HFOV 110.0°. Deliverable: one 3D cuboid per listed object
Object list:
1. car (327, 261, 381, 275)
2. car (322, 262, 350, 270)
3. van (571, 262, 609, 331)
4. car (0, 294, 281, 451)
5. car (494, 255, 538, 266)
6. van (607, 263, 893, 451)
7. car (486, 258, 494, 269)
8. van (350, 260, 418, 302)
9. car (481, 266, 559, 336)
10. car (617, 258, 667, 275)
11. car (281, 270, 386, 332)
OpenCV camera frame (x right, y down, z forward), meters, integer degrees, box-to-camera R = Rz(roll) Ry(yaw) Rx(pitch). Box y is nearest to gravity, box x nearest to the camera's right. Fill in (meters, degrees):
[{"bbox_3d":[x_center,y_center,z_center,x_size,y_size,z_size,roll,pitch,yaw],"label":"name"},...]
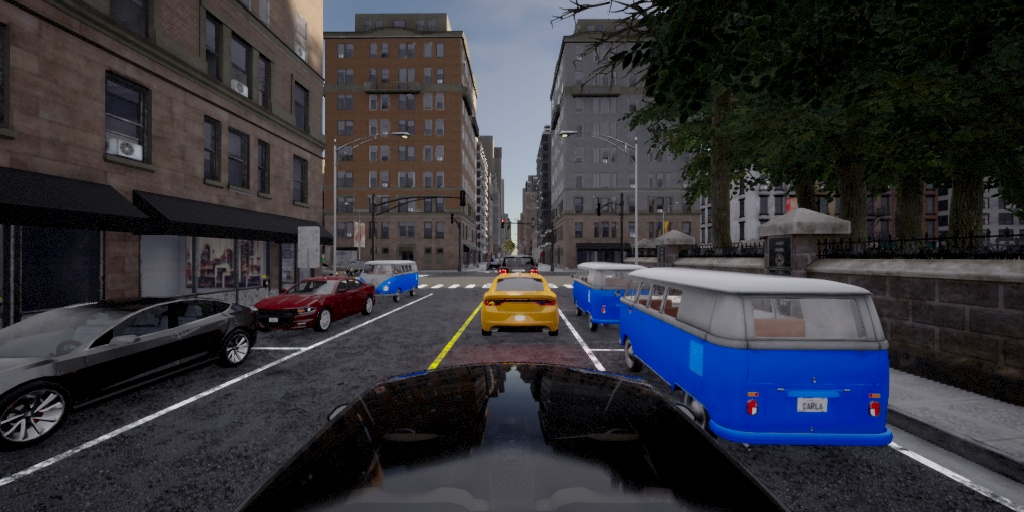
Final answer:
[{"bbox_3d":[-16.923,1.259,38.618,4.902,1.511,2.128,0,0,0],"label":"car"},{"bbox_3d":[-16.197,1.279,28.657,5.357,1.411,2.033,0,0,1],"label":"car"},{"bbox_3d":[2.831,1.089,10.705,1.690,1.789,3.998,0,0,1],"label":"van"},{"bbox_3d":[-5.807,1.315,5.209,1.948,1.339,4.313,0,0,1],"label":"car"},{"bbox_3d":[0.334,0.965,20.409,2.150,2.045,5.566,0,0,0],"label":"car"},{"bbox_3d":[2.716,1.090,5.049,1.690,1.789,3.998,0,0,1],"label":"van"},{"bbox_3d":[-2.295,1.085,49.659,2.097,1.767,4.553,0,0,2],"label":"car"},{"bbox_3d":[-5.579,1.087,16.527,1.690,1.789,3.998,0,0,1],"label":"van"},{"bbox_3d":[0.227,1.226,10.453,1.882,1.535,5.008,0,0,1],"label":"car"},{"bbox_3d":[13.863,1.093,38.411,4.553,1.767,2.097,0,0,0],"label":"car"},{"bbox_3d":[-5.693,1.294,10.868,1.888,1.381,4.507,0,0,1],"label":"car"}]
